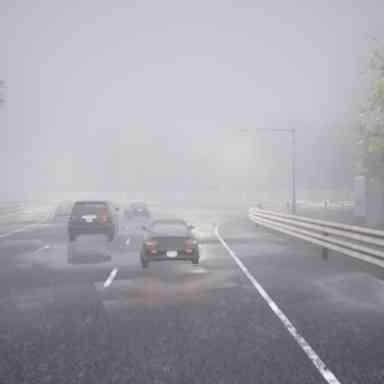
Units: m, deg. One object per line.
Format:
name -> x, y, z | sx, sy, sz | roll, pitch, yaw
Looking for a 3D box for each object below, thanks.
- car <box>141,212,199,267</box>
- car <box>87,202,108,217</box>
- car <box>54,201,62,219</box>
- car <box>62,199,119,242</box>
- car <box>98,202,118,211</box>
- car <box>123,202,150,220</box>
car -> -0.858, 1.667, 11.989 | 1.812, 1.442, 4.674 | 0, -1, -7
car -> -10.819, 1.940, 37.954 | 1.882, 1.535, 5.008 | 0, -1, -21
car -> -13.071, 1.970, 34.087 | 2.033, 1.411, 5.357 | 0, -1, -20
car -> -5.240, 1.442, 18.078 | 2.150, 2.045, 5.566 | 0, -1, -10
car -> -13.149, 2.228, 51.860 | 1.895, 1.301, 4.718 | 0, -1, -27
car -> -5.586, 1.749, 33.214 | 2.097, 1.767, 4.553 | 0, -1, -18
